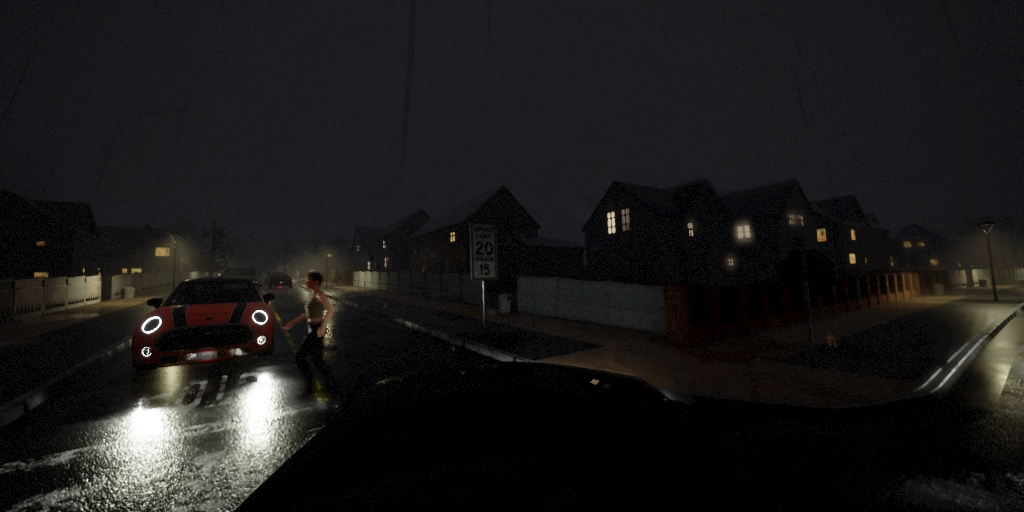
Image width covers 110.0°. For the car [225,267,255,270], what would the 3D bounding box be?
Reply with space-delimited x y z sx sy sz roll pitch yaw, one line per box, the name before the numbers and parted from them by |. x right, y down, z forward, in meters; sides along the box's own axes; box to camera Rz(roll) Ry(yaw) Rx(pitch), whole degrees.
car | -19.110 1.775 25.204 2.150 2.045 5.566 1 -2 -36

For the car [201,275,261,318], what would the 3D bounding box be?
car | -12.797 1.713 16.508 1.882 1.535 5.008 1 -2 -36

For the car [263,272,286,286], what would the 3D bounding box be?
car | -28.780 2.691 43.333 2.128 1.511 4.902 1 -2 -36

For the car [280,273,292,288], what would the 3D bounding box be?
car | -22.794 2.376 35.176 1.882 1.535 5.008 1 -2 -35

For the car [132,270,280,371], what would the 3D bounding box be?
car | -6.856 1.288 8.342 2.097 1.767 4.553 1 -2 -36

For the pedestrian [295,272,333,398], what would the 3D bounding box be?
pedestrian | -2.937 1.110 5.320 0.375 1.860 0.375 4 -7 -36
